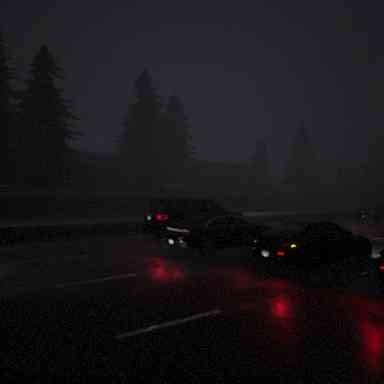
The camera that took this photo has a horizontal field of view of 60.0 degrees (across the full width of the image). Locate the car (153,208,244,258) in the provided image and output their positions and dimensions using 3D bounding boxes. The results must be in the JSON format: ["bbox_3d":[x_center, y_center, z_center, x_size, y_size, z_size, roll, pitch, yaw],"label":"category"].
[{"bbox_3d":[1.232,1.570,13.223,4.902,1.511,2.128,1,0,-36],"label":"car"}]

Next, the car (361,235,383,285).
[{"bbox_3d":[6.403,1.617,8.313,4.674,1.442,1.812,1,0,-36],"label":"car"}]

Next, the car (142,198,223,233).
[{"bbox_3d":[0.215,1.312,16.797,5.566,2.045,2.150,1,0,-35],"label":"car"}]

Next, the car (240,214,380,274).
[{"bbox_3d":[3.977,1.612,10.882,4.674,1.442,1.812,1,0,-36],"label":"car"}]

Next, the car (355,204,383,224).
[{"bbox_3d":[15.537,1.754,27.723,4.902,1.511,2.128,1,0,-35],"label":"car"}]
